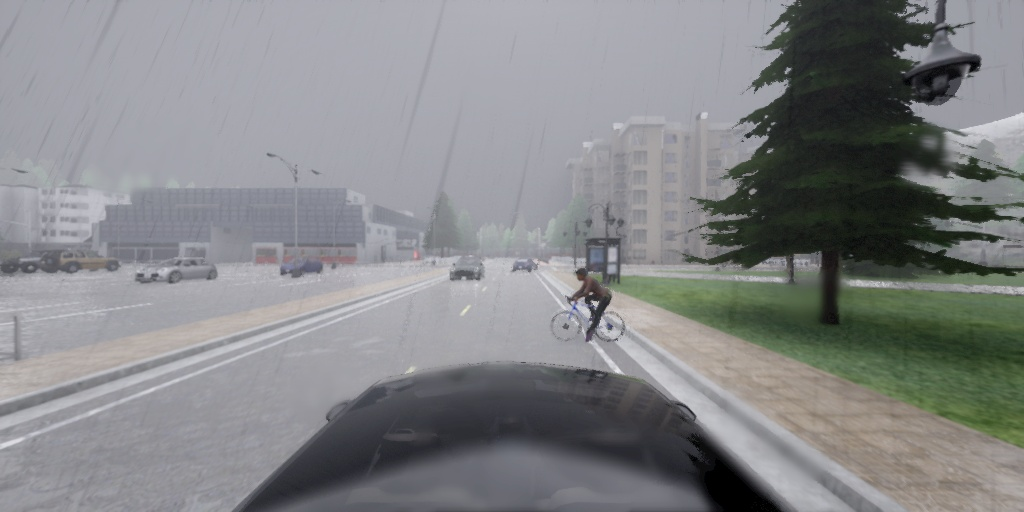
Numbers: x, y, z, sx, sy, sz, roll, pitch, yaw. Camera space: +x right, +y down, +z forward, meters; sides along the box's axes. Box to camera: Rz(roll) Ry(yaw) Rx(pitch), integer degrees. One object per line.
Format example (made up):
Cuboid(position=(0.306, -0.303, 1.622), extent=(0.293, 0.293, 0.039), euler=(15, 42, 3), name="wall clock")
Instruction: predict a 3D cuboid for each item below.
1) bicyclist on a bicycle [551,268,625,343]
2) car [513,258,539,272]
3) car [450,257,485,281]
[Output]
Cuboid(position=(1.685, 1.105, 7.951), extent=(1.656, 1.620, 0.582), euler=(1, 1, 1), name="bicyclist on a bicycle")
Cuboid(position=(1.463, 0.914, 37.852), extent=(1.812, 1.442, 4.674), euler=(0, 1, 16), name="car")
Cuboid(position=(-3.159, 0.873, 26.053), extent=(2.097, 1.767, 4.553), euler=(0, 1, 1), name="car")
